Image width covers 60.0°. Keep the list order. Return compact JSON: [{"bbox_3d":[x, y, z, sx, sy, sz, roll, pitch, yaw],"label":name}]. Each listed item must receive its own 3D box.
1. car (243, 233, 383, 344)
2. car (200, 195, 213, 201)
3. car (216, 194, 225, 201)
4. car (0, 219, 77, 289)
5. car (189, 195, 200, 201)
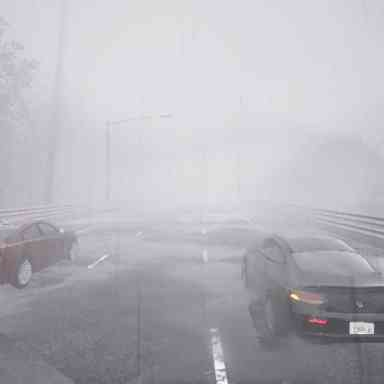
[{"bbox_3d":[2.141,1.527,6.430,1.812,1.442,4.674,0,0,1],"label":"car"},{"bbox_3d":[3.772,1.675,85.813,1.895,1.301,4.718,0,0,7],"label":"car"},{"bbox_3d":[7.334,1.436,86.171,2.097,1.767,4.553,0,0,7],"label":"car"},{"bbox_3d":[-4.816,1.480,9.242,1.882,1.535,5.008,0,0,1],"label":"car"},{"bbox_3d":[0.242,1.619,85.746,2.033,1.411,5.357,0,0,7],"label":"car"}]
